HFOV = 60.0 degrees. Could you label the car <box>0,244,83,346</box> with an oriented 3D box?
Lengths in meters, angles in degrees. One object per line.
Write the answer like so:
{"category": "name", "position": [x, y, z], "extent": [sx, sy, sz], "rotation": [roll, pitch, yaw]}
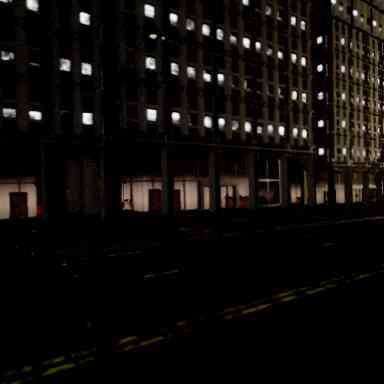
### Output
{"category": "car", "position": [-4.014, 1.532, 4.812], "extent": [4.674, 1.442, 1.812], "rotation": [-1, 0, -35]}
